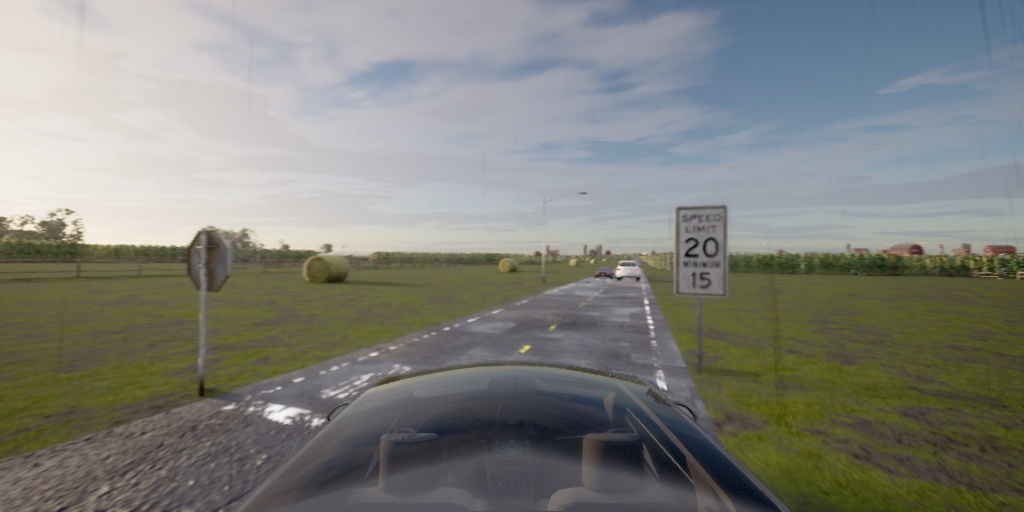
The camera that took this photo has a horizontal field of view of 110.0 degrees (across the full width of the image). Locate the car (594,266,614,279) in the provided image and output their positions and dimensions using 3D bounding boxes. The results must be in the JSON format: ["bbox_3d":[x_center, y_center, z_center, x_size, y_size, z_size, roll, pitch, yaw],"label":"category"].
[{"bbox_3d":[10.913,1.915,42.277,1.994,1.385,4.181,0,-1,19],"label":"car"}]

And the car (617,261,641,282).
[{"bbox_3d":[12.240,1.539,37.606,2.150,2.045,5.566,0,-1,20],"label":"car"}]
